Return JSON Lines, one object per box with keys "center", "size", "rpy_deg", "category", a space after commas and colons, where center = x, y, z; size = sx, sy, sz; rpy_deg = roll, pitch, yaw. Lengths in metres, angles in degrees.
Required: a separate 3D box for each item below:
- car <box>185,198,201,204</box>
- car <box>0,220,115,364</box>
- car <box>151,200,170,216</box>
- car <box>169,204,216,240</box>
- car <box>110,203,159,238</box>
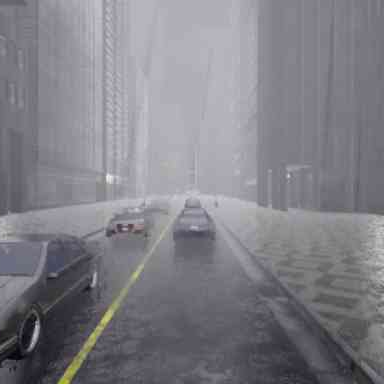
{"center": [0.105, 1.398, 40.768], "size": [1.994, 1.385, 4.181], "rpy_deg": [0, 0, 0], "category": "car"}
{"center": [-3.098, 1.521, 6.158], "size": [2.033, 1.411, 5.357], "rpy_deg": [0, 0, -1], "category": "car"}
{"center": [-3.016, 1.420, 31.112], "size": [2.033, 1.411, 5.357], "rpy_deg": [0, 0, 0], "category": "car"}
{"center": [0.102, 1.496, 16.457], "size": [1.994, 1.385, 4.181], "rpy_deg": [0, 0, 0], "category": "car"}
{"center": [-3.043, 1.493, 17.183], "size": [1.994, 1.385, 4.181], "rpy_deg": [0, 0, 0], "category": "car"}
